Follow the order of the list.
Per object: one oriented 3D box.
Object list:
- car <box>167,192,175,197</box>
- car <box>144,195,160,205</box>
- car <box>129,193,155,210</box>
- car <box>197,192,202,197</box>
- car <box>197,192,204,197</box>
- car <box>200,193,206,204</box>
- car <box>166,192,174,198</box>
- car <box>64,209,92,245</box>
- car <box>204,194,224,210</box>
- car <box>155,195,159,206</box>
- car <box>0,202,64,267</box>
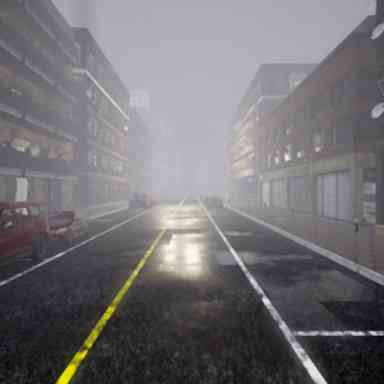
[{"bbox_3d":[-5.910,0.736,93.757,2.008,1.369,4.403,0,1,0],"label":"car"},{"bbox_3d":[-5.802,1.127,48.670,1.887,1.381,4.507,0,0,0],"label":"car"},{"bbox_3d":[-5.774,0.995,37.395,2.192,1.841,5.009,0,0,0],"label":"car"},{"bbox_3d":[2.525,0.931,71.229,2.008,1.369,4.403,0,1,0],"label":"car"},{"bbox_3d":[2.472,0.705,93.942,1.752,1.417,4.829,0,1,0],"label":"car"},{"bbox_3d":[2.578,1.122,48.685,1.887,1.381,4.507,0,0,0],"label":"car"},{"bbox_3d":[-5.896,0.786,88.120,2.008,1.369,4.403,0,1,0],"label":"car"},{"bbox_3d":[-5.722,1.457,14.853,1.802,1.307,4.206,0,0,0],"label":"car"},{"bbox_3d":[2.605,1.200,37.583,1.752,1.417,4.829,0,0,0],"label":"car"},{"bbox_3d":[-5.789,1.071,43.032,1.967,1.590,4.097,0,0,0],"label":"car"},{"bbox_3d":[-5.707,1.238,9.215,2.192,1.841,5.009,0,0,0],"label":"car"}]
